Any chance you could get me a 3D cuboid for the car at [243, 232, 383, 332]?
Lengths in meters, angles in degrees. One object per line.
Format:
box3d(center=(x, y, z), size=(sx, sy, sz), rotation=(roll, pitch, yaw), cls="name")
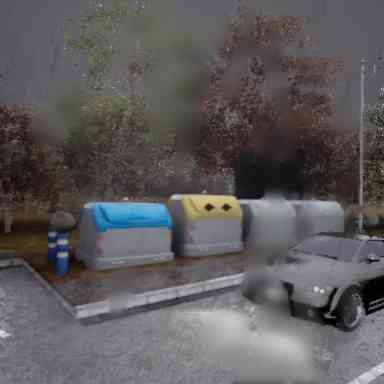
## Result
box3d(center=(3.060, 1.568, 6.871), size=(4.181, 1.385, 1.994), rotation=(0, 0, -35), cls="car")
